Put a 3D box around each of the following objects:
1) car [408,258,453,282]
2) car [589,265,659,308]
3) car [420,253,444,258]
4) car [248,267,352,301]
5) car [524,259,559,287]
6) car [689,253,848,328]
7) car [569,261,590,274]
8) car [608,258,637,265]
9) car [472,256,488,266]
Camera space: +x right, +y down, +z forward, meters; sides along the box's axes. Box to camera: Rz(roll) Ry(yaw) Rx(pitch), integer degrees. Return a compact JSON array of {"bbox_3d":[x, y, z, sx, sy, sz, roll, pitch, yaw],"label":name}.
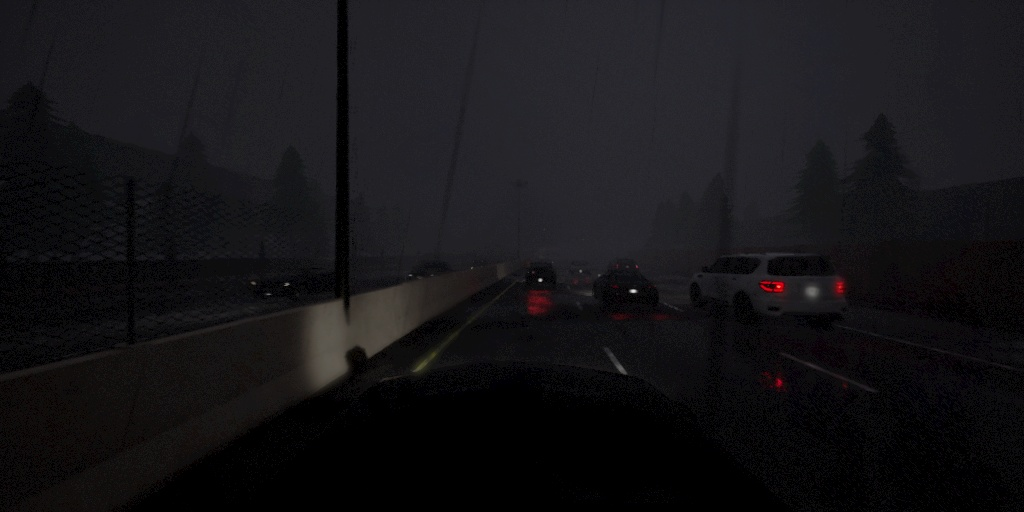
[{"bbox_3d":[-5.274,1.070,23.838,1.837,1.490,4.892,0,0,6],"label":"car"},{"bbox_3d":[4.606,1.238,14.999,1.994,1.385,4.181,0,0,6],"label":"car"},{"bbox_3d":[-10.150,0.609,45.002,2.150,2.045,5.566,0,1,6],"label":"car"},{"bbox_3d":[-9.531,1.199,16.580,1.895,1.301,4.718,0,0,6],"label":"car"},{"bbox_3d":[1.858,1.110,22.770,1.837,1.490,4.892,0,0,6],"label":"car"},{"bbox_3d":[7.721,0.934,11.544,2.150,2.045,5.566,0,0,6],"label":"car"},{"bbox_3d":[6.712,1.133,36.024,1.895,1.301,4.718,0,0,6],"label":"car"},{"bbox_3d":[9.820,0.928,31.957,2.097,1.767,4.553,0,0,6],"label":"car"},{"bbox_3d":[-5.175,0.710,58.546,1.882,1.535,5.008,0,0,6],"label":"car"}]
